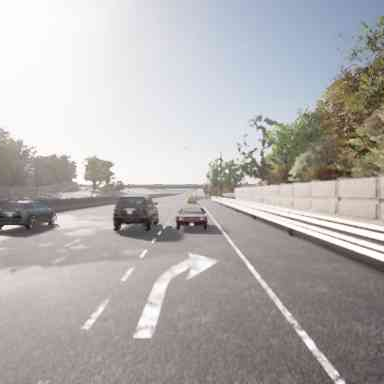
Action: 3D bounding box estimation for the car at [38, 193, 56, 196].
[{"bbox_3d":[-28.031,1.373,65.273,2.097,1.767,4.553,0,0,0],"label":"car"}]

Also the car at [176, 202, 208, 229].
[{"bbox_3d":[-0.010,1.588,21.663,1.895,1.301,4.718,0,0,0],"label":"car"}]

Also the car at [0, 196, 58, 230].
[{"bbox_3d":[-10.411,1.339,21.138,2.097,1.767,4.553,0,0,0],"label":"car"}]

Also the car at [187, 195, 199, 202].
[{"bbox_3d":[-0.032,1.529,68.273,1.882,1.535,5.008,0,0,0],"label":"car"}]

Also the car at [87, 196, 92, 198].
[{"bbox_3d":[-21.032,1.583,69.336,1.895,1.301,4.718,0,0,0],"label":"car"}]

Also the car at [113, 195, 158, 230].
[{"bbox_3d":[-3.411,1.208,20.895,2.150,2.045,5.566,0,0,0],"label":"car"}]

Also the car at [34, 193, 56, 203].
[{"bbox_3d":[-31.533,1.263,71.562,2.150,2.045,5.566,0,0,0],"label":"car"}]

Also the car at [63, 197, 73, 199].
[{"bbox_3d":[-24.531,1.582,65.853,1.994,1.385,4.181,0,0,0],"label":"car"}]
